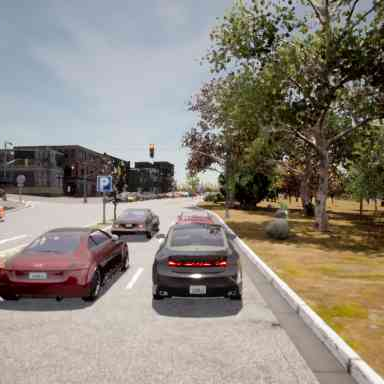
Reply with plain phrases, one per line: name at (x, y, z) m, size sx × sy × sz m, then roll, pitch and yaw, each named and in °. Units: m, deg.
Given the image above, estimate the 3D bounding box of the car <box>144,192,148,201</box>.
car at (-13.002, 1.321, 74.702) m, size 4.892 × 1.521 × 2.231 m, roll -1°, pitch 0°, yaw -14°

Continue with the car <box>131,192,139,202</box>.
car at (-13.790, 1.315, 65.739) m, size 5.366 × 1.575 × 1.946 m, roll -1°, pitch 0°, yaw -15°

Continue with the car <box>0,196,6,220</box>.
car at (-16.624, 1.403, 24.941) m, size 4.553 × 1.767 × 2.185 m, roll -1°, pitch 0°, yaw -19°

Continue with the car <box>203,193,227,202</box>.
car at (4.676, 1.141, 68.309) m, size 4.553 × 1.767 × 2.185 m, roll 1°, pitch 0°, yaw -14°

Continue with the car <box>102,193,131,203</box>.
car at (-14.436, 1.358, 62.747) m, size 4.792 × 1.488 × 2.163 m, roll -1°, pitch 0°, yaw -15°

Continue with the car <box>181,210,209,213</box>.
car at (0.161, 1.625, 17.688) m, size 1.895 × 1.301 × 4.718 m, roll 0°, pitch 0°, yaw 1°

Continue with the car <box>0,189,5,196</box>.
car at (-31.158, 0.137, 53.618) m, size 2.002 × 1.452 × 4.674 m, roll 6°, pitch -3°, yaw -19°

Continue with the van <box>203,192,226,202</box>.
van at (4.292, 1.042, 65.339) m, size 4.442 × 1.987 × 1.878 m, roll 1°, pitch 0°, yaw -14°

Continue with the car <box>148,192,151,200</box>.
car at (-12.629, 1.359, 77.698) m, size 4.674 × 1.452 × 2.002 m, roll -1°, pitch 0°, yaw -13°

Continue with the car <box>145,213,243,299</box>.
car at (0.110, 1.515, 8.420) m, size 1.837 × 1.490 × 4.892 m, roll 0°, pitch 0°, yaw 0°

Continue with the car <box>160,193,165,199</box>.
car at (-10.990, 1.064, 89.687) m, size 5.566 × 2.045 × 2.435 m, roll -1°, pitch 0°, yaw -12°

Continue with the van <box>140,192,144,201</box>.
van at (-13.231, 1.093, 71.731) m, size 4.442 × 1.987 × 1.878 m, roll -1°, pitch 0°, yaw -14°

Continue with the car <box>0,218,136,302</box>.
car at (-2.900, 1.574, 8.374) m, size 1.994 × 1.385 × 4.181 m, roll 0°, pitch 0°, yaw 1°

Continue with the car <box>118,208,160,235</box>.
car at (-2.842, 1.572, 17.593) m, size 2.033 × 1.411 × 5.357 m, roll 0°, pitch 0°, yaw 1°

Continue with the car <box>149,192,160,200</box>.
car at (-11.441, 1.357, 86.681) m, size 4.674 × 1.452 × 2.002 m, roll -1°, pitch 0°, yaw -12°
